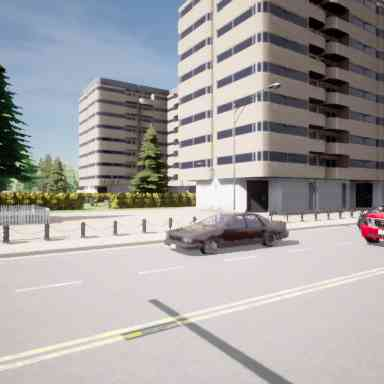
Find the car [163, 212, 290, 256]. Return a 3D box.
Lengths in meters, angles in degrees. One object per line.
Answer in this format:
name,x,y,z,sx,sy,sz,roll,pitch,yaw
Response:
car,1.563,1.547,13.383,5.357,1.411,2.033,0,0,-33

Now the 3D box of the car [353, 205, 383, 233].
car,11.861,1.564,20.101,4.181,1.385,1.994,0,0,-33

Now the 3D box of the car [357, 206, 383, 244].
car,9.766,1.220,14.539,5.566,2.045,2.150,0,0,-33
